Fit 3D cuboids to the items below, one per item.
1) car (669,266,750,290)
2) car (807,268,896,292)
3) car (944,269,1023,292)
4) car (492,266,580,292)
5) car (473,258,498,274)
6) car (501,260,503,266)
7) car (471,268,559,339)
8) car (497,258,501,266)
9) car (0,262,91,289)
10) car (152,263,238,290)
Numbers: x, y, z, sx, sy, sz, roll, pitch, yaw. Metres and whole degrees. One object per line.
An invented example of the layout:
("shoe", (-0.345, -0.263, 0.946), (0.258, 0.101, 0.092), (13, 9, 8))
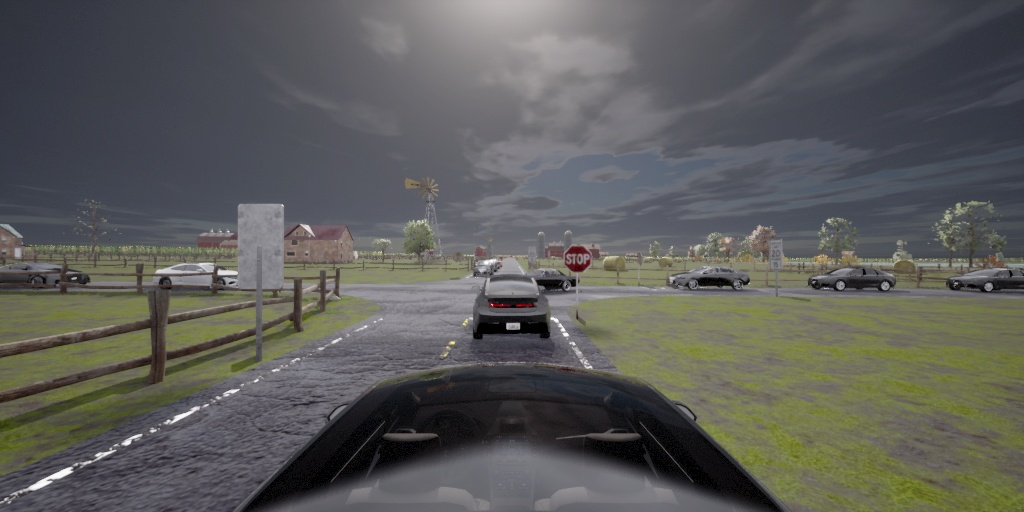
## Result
("car", (12.794, 1.400, 23.372), (4.902, 1.511, 2.128), (1, -1, -2))
("car", (22.196, 1.503, 23.545), (4.892, 1.490, 1.837), (1, -1, -1))
("car", (31.698, 1.591, 23.667), (4.892, 1.490, 1.837), (1, -1, -1))
("car", (1.496, 1.372, 20.141), (4.718, 1.301, 1.895), (1, 0, -35))
("car", (-2.866, 1.249, 36.781), (2.128, 1.511, 4.902), (0, 0, 0))
("car", (-2.832, 1.249, 55.769), (2.128, 1.511, 4.902), (0, 0, 0))
("car", (-0.076, 1.258, 10.095), (1.837, 1.490, 4.892), (0, 0, -2))
("car", (-2.861, 1.249, 46.227), (2.128, 1.511, 4.902), (0, 0, 0))
("car", (-26.367, 1.051, 19.924), (4.181, 1.385, 1.994), (1, -1, -1))
("car", (-17.247, 1.107, 20.048), (4.674, 1.442, 1.812), (1, -1, -1))
